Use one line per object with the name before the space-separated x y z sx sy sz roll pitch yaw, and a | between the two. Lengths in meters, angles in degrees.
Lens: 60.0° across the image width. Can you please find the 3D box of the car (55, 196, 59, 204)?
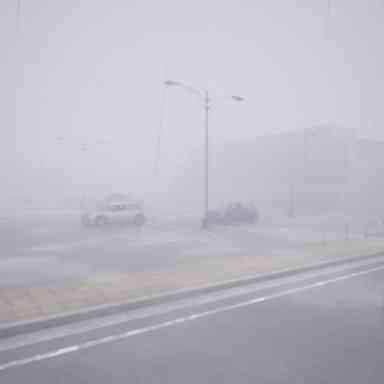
car | -20.978 1.328 56.045 3.806 1.475 1.970 0 0 -35

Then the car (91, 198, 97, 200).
car | -9.712 1.173 40.480 3.866 1.878 1.905 0 0 -35

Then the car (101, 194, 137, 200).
car | -7.710 1.196 38.334 4.605 1.855 1.932 0 0 -35

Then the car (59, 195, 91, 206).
car | -17.038 1.251 50.970 5.027 1.636 2.152 0 0 -35

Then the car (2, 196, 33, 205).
car | -28.854 1.352 55.012 4.514 1.523 2.007 0 0 -35

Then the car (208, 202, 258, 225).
car | 2.816 1.469 23.018 3.633 1.501 1.845 0 0 -35

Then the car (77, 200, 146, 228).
car | -4.974 1.435 21.213 3.806 1.475 1.970 0 0 -35
